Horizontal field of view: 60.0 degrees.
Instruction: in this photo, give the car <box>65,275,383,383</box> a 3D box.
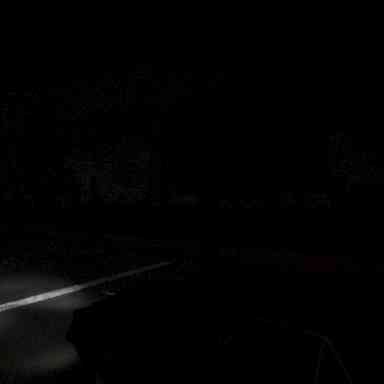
[{"bbox_3d":[0.808,1.597,3.393,4.718,1.301,1.895,0,0,36],"label":"car"}]
